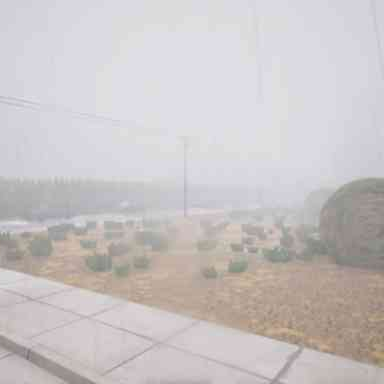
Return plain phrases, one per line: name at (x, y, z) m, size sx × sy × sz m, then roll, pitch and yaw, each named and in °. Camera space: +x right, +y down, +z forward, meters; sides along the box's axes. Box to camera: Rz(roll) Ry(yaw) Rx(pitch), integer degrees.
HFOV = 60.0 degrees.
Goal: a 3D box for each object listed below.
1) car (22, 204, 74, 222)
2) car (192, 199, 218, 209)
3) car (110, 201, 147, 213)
car at (-12.333, 1.767, 28.703) m, size 1.994 × 1.385 × 4.181 m, roll 0°, pitch 0°, yaw 33°
car at (2.126, 1.760, 51.057) m, size 2.033 × 1.411 × 5.357 m, roll 0°, pitch 0°, yaw 33°
car at (-6.953, 1.733, 37.027) m, size 1.812 × 1.442 × 4.674 m, roll 0°, pitch 0°, yaw 33°
